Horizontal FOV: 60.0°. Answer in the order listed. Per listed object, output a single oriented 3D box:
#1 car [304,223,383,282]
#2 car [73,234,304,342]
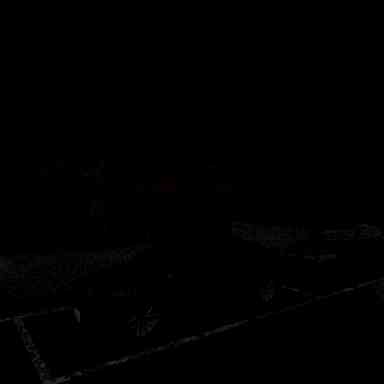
[{"bbox_3d":[4.445,1.582,9.702,4.206,1.307,1.802,0,0,-35],"label":"car"},{"bbox_3d":[-0.036,1.566,6.510,4.313,1.339,1.947,0,0,-35],"label":"car"}]
